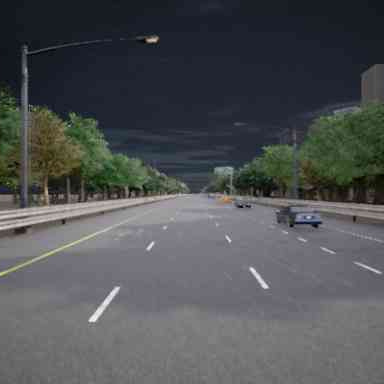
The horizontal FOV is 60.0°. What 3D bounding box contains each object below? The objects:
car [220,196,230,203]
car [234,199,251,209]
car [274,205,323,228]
[{"bbox_3d":[7.294,1.667,73.817,1.882,1.535,5.008,0,0,0],"label":"car"},{"bbox_3d":[7.119,1.712,47.238,1.895,1.301,4.718,0,0,0],"label":"car"},{"bbox_3d":[7.026,1.592,22.466,2.033,1.411,5.357,0,0,0],"label":"car"}]
